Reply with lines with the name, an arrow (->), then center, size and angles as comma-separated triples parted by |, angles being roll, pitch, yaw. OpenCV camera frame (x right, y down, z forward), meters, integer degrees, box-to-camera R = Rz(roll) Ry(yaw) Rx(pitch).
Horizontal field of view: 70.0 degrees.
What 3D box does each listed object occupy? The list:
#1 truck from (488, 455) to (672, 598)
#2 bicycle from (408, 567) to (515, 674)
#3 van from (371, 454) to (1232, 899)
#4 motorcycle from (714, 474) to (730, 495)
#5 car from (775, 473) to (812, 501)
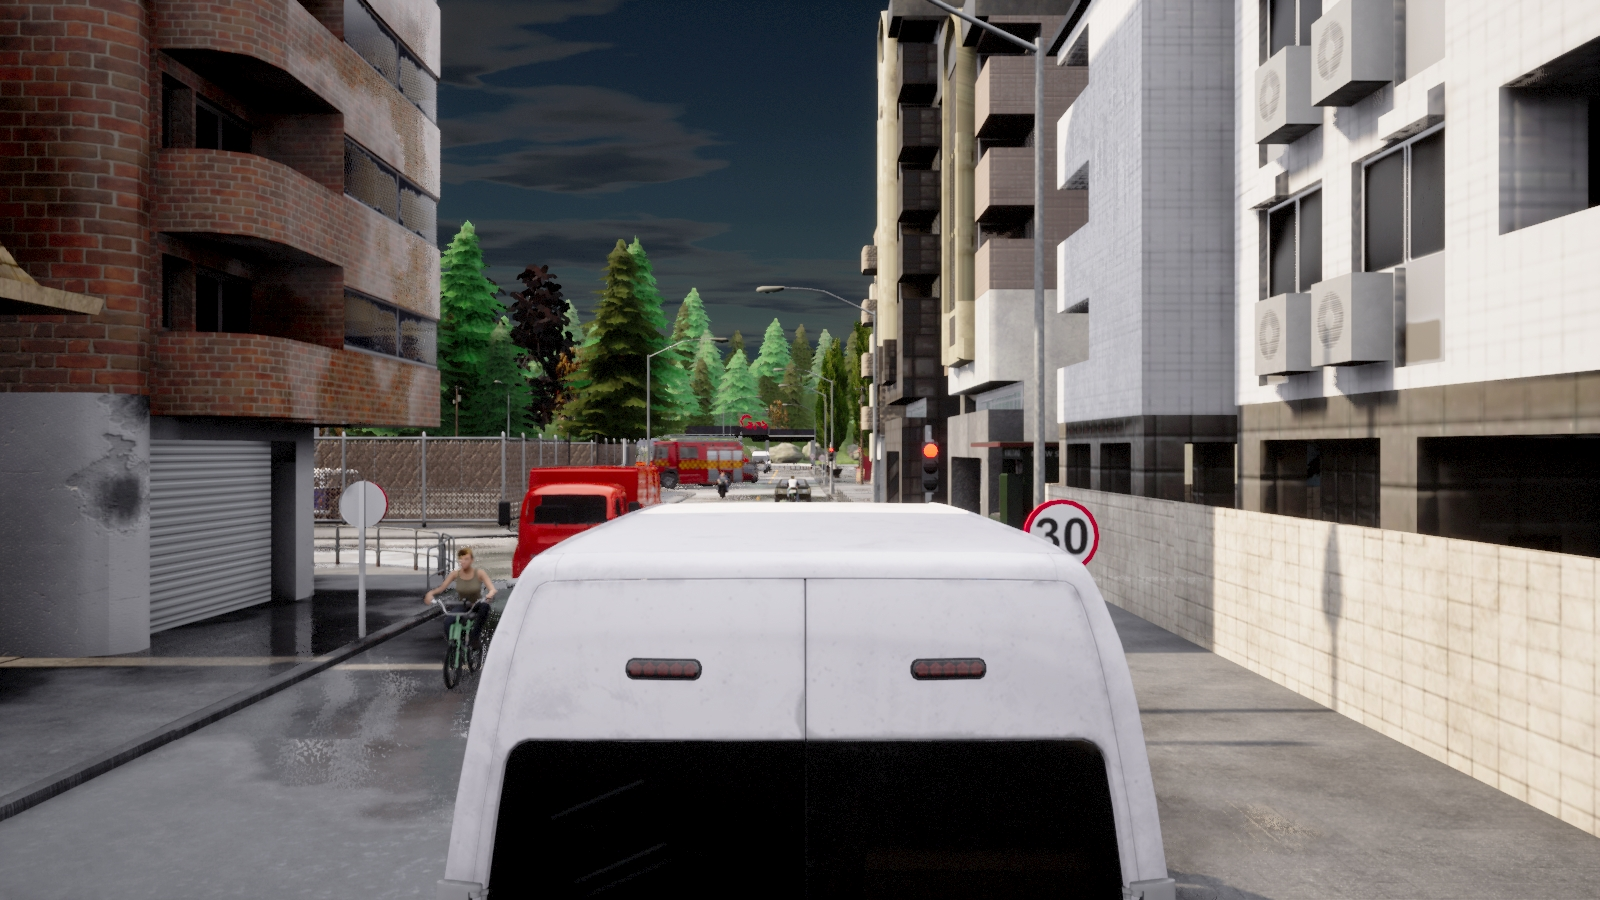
truck -> -4.105, 1.339, 22.414 | 2.627, 2.467, 5.204 | 0, 0, 0
bicycle -> -4.067, 2.030, 13.843 | 0.859, 1.080, 1.487 | 0, 0, -1
van -> -0.009, 1.312, 5.597 | 1.988, 2.561, 5.915 | 0, 0, 0
motorcycle -> -4.426, 1.968, 65.202 | 0.803, 1.145, 2.033 | 0, 0, 0
car -> -0.339, 1.912, 60.159 | 1.895, 1.301, 4.718 | 0, 0, 0
